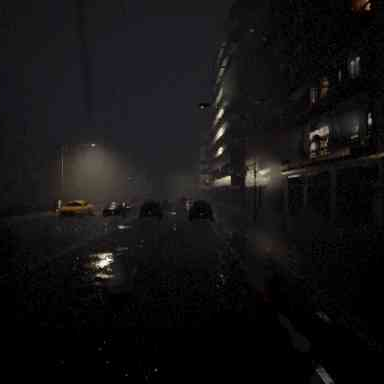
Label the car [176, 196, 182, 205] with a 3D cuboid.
[{"bbox_3d":[-1.699,1.666,63.026,1.837,1.490,4.892,0,0,-3],"label":"car"}]

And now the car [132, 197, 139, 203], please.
[{"bbox_3d":[-11.952,1.787,70.707,1.895,1.301,4.718,0,0,-4],"label":"car"}]

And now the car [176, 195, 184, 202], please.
[{"bbox_3d":[-3.181,1.630,85.222,1.882,1.535,5.008,0,0,-5],"label":"car"}]

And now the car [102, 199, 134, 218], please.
[{"bbox_3d":[-7.014,1.637,31.095,1.994,1.385,4.181,0,0,-2],"label":"car"}]

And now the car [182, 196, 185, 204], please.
[{"bbox_3d":[0.157,1.455,43.882,2.097,1.767,4.553,0,0,-2],"label":"car"}]

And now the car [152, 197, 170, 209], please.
[{"bbox_3d":[-4.134,1.607,47.502,2.128,1.511,4.902,0,0,-2],"label":"car"}]

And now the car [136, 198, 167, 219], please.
[{"bbox_3d":[-3.526,1.545,29.723,1.882,1.535,5.008,0,0,-1],"label":"car"}]

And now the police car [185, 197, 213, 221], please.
[{"bbox_3d":[0.657,1.487,27.944,1.930,1.638,5.238,0,0,-1],"label":"police car"}]

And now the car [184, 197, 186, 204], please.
[{"bbox_3d":[0.366,1.543,38.074,1.801,1.575,5.366,0,0,-2],"label":"car"}]

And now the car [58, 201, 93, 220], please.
[{"bbox_3d":[-10.224,1.548,29.572,1.882,1.535,5.008,0,0,-2],"label":"car"}]
